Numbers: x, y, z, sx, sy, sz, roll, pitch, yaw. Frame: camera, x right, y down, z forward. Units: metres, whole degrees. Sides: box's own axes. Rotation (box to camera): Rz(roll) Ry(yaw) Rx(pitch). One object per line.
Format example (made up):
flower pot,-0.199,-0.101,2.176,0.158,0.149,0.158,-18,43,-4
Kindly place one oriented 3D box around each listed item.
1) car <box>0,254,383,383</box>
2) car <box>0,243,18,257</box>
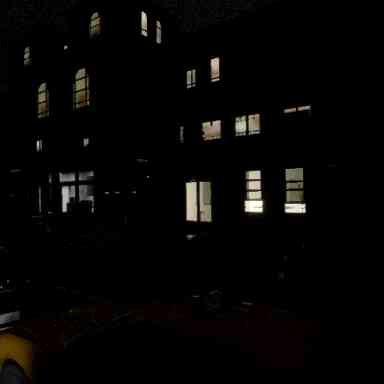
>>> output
car,-0.039,1.523,2.919,4.829,1.417,1.752,0,-1,36
car,-4.361,1.550,6.001,4.403,1.369,2.008,0,-1,36
